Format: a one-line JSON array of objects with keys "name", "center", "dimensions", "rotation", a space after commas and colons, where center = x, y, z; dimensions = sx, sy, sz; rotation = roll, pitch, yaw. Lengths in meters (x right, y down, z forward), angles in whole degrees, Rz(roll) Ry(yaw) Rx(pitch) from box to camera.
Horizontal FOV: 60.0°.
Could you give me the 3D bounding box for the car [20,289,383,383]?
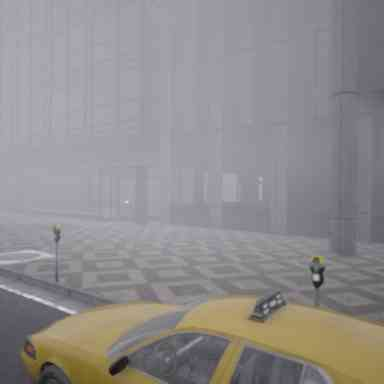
[{"name": "car", "center": [0.384, 1.509, 2.808], "dimensions": [4.829, 1.417, 1.752], "rotation": [1, 0, 35]}]
